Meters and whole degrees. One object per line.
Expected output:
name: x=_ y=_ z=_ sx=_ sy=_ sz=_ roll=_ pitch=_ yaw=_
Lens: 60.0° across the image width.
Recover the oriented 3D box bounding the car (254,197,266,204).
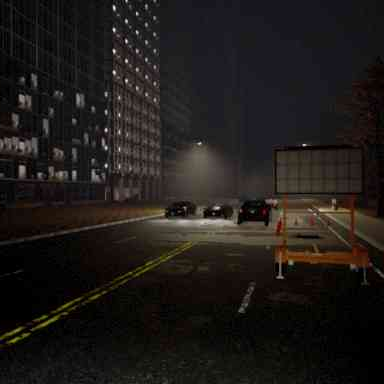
car: x=13.768 y=1.614 z=66.910 sx=1.895 sy=1.301 sz=4.718 roll=0 pitch=0 yaw=17

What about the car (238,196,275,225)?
car: x=4.661 y=1.354 z=24.238 sx=2.097 sy=1.767 sz=4.553 roll=0 pitch=0 yaw=16

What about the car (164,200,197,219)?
car: x=-0.890 y=1.507 z=29.095 sx=1.837 sy=1.490 sz=4.892 roll=0 pitch=0 yaw=16

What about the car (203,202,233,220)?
car: x=2.281 y=1.566 z=28.360 sx=1.994 sy=1.385 sz=4.181 roll=0 pitch=0 yaw=16

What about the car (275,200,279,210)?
car: x=10.041 y=1.607 z=42.446 sx=1.895 sy=1.301 sz=4.718 roll=0 pitch=0 yaw=16

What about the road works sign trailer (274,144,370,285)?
road works sign trailer: x=3.654 y=0.464 z=9.707 sx=2.380 sy=3.560 sz=2.880 roll=0 pitch=0 yaw=16

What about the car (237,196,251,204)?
car: x=10.541 y=1.558 z=67.455 sx=2.033 sy=1.411 sz=5.357 roll=0 pitch=0 yaw=17
